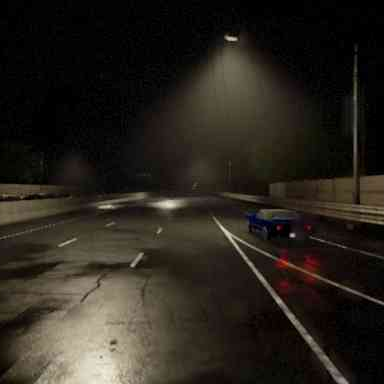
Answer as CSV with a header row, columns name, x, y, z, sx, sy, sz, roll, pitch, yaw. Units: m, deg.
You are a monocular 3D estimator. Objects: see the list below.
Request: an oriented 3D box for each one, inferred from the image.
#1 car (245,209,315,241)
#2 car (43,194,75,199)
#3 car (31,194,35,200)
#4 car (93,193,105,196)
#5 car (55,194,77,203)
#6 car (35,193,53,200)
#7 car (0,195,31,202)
name,x,y,z,sx,sy,sz,roll,pitch,yaw
car,3.934,1.469,15.838,1.895,1.301,4.718,0,0,-5
car,-17.585,1.233,44.549,1.895,1.301,4.718,0,0,0
car,-28.080,1.070,59.416,1.994,1.385,4.181,0,0,0
car,-17.581,0.985,63.281,1.837,1.490,4.892,0,0,0
car,-21.093,1.043,55.794,1.837,1.490,4.892,0,1,0
car,-24.587,1.016,57.771,2.128,1.511,4.902,0,0,0
car,-21.096,1.233,38.134,2.033,1.411,5.357,0,0,0
